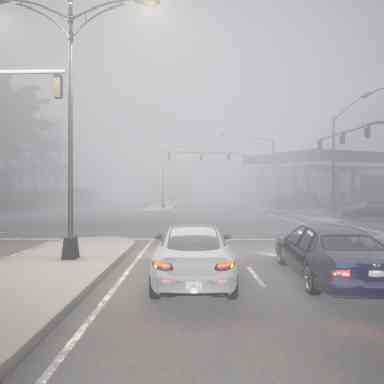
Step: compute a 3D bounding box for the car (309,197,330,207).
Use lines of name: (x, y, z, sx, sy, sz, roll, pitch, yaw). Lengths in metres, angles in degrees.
car: (18.622, 1.456, 48.737, 1.970, 1.475, 3.806, 0, 0, 0)

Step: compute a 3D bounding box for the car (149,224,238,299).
car: (0.029, 1.526, 8.303, 1.812, 1.442, 4.674, 0, 0, 0)

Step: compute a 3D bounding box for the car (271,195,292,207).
car: (12.882, 1.295, 47.935, 2.242, 1.667, 4.611, 0, 0, 0)

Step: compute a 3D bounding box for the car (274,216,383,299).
car: (3.508, 1.547, 8.611, 2.033, 1.411, 5.357, 0, 0, 3)

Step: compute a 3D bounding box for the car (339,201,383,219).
car: (14.744, 1.526, 27.801, 4.674, 1.442, 1.812, 0, 0, -1)
